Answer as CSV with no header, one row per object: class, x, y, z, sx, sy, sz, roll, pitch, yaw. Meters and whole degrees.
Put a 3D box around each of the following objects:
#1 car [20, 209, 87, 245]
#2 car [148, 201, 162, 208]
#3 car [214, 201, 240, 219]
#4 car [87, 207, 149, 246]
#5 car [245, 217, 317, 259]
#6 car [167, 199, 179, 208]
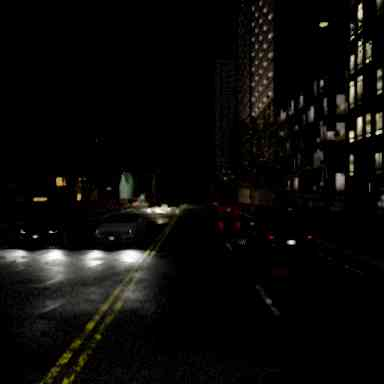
car,-6.597,1.657,16.432,1.837,1.490,4.892,0,-1,0
car,-6.530,2.194,58.684,1.895,1.301,4.718,0,-1,1
car,3.355,1.664,32.541,2.097,1.767,4.553,0,-1,0
car,-3.348,1.675,16.174,1.812,1.442,4.674,0,-1,0
car,3.349,1.686,13.206,1.994,1.385,4.181,0,-1,0
car,-3.286,2.095,58.504,1.837,1.490,4.892,0,0,1
